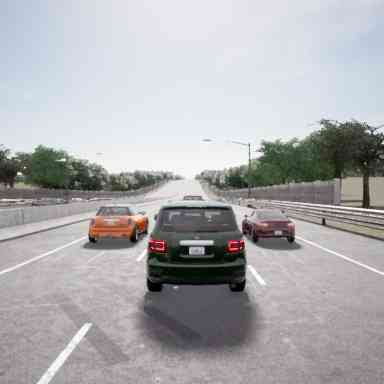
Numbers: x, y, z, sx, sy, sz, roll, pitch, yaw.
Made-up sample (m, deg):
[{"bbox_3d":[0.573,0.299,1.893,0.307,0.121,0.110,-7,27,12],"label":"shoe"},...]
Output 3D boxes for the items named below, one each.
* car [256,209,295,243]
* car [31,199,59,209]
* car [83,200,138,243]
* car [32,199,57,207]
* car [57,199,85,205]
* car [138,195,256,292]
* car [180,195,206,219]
[{"bbox_3d":[3.584,1.526,16.075,1.812,1.442,4.674,0,0,0],"label":"car"},{"bbox_3d":[-21.121,1.748,48.046,1.895,1.301,4.718,0,0,1],"label":"car"},{"bbox_3d":[-3.421,1.352,16.308,2.097,1.767,4.553,0,0,1],"label":"car"},{"bbox_3d":[-17.633,1.604,40.996,1.837,1.490,4.892,0,0,0],"label":"car"},{"bbox_3d":[-14.133,1.589,40.738,2.128,1.511,4.902,0,0,0],"label":"car"},{"bbox_3d":[0.091,1.218,9.078,2.150,2.045,5.566,0,0,0],"label":"car"},{"bbox_3d":[0.069,1.264,30.583,2.150,2.045,5.566,0,0,0],"label":"car"}]
